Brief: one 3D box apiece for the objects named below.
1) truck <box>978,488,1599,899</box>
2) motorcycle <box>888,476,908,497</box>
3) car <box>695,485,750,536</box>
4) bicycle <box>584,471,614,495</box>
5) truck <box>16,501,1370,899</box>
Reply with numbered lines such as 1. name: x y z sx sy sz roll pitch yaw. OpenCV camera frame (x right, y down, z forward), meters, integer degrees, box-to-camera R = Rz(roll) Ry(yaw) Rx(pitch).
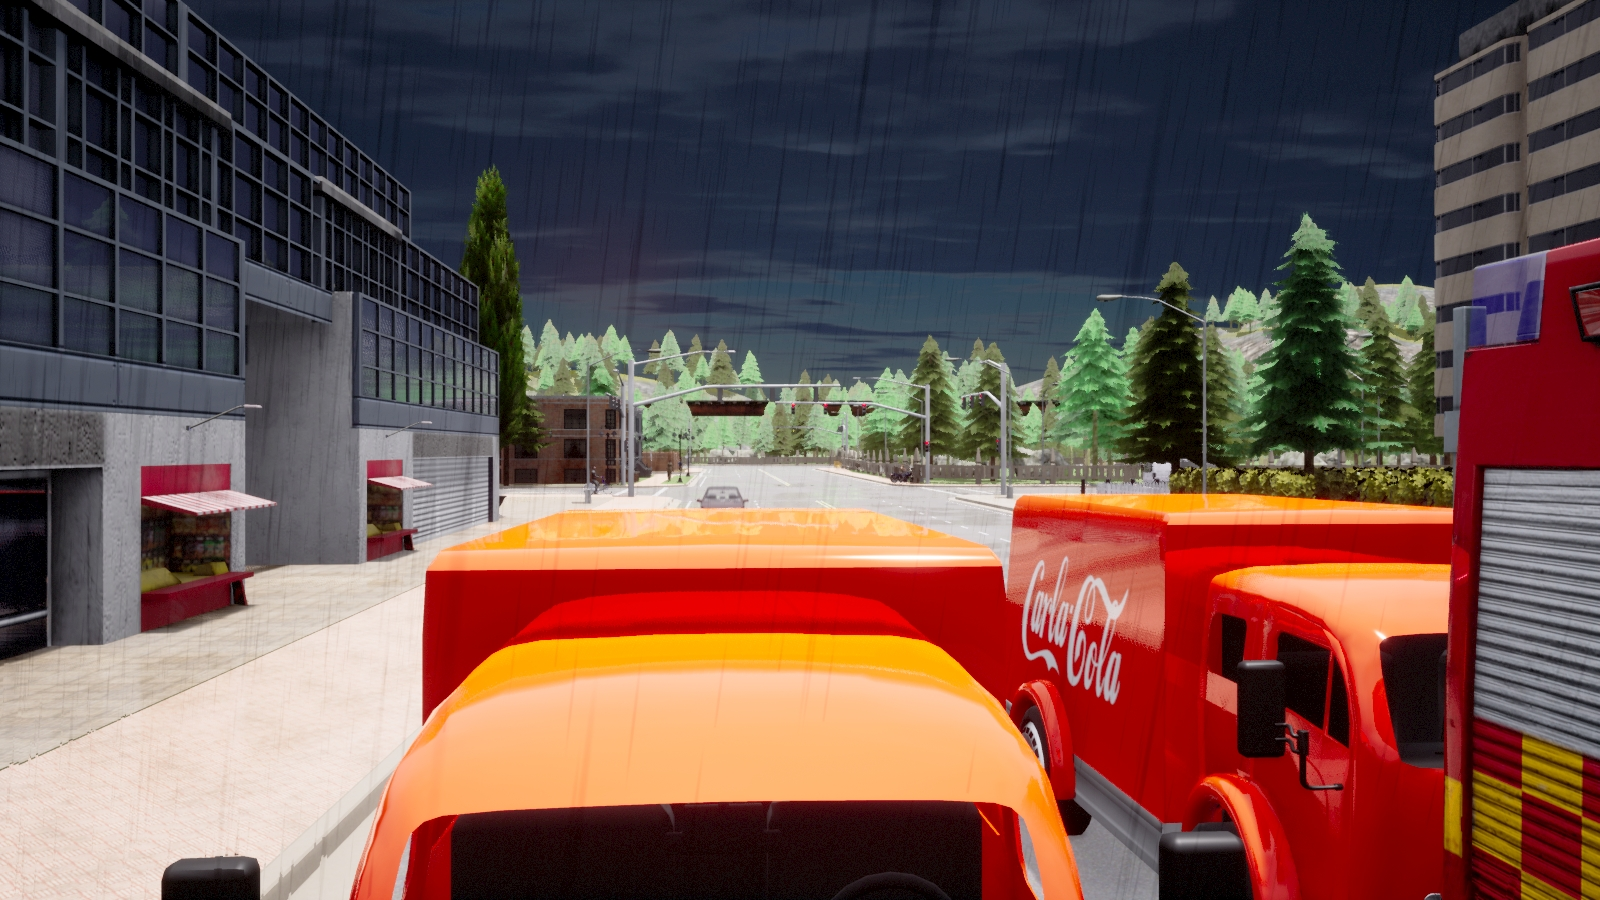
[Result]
1. truck: 3.003 1.568 7.234 2.627 2.467 5.204 0 0 -4
2. motorcycle: 5.944 2.205 69.519 0.867 1.251 2.209 0 0 -4
3. car: -2.644 2.026 39.028 1.789 1.549 3.705 0 0 -4
4. bicycle: -12.531 2.060 71.198 1.835 1.471 0.329 0 0 -11
5. truck: -0.347 1.568 4.821 2.627 2.467 5.204 0 0 -4
